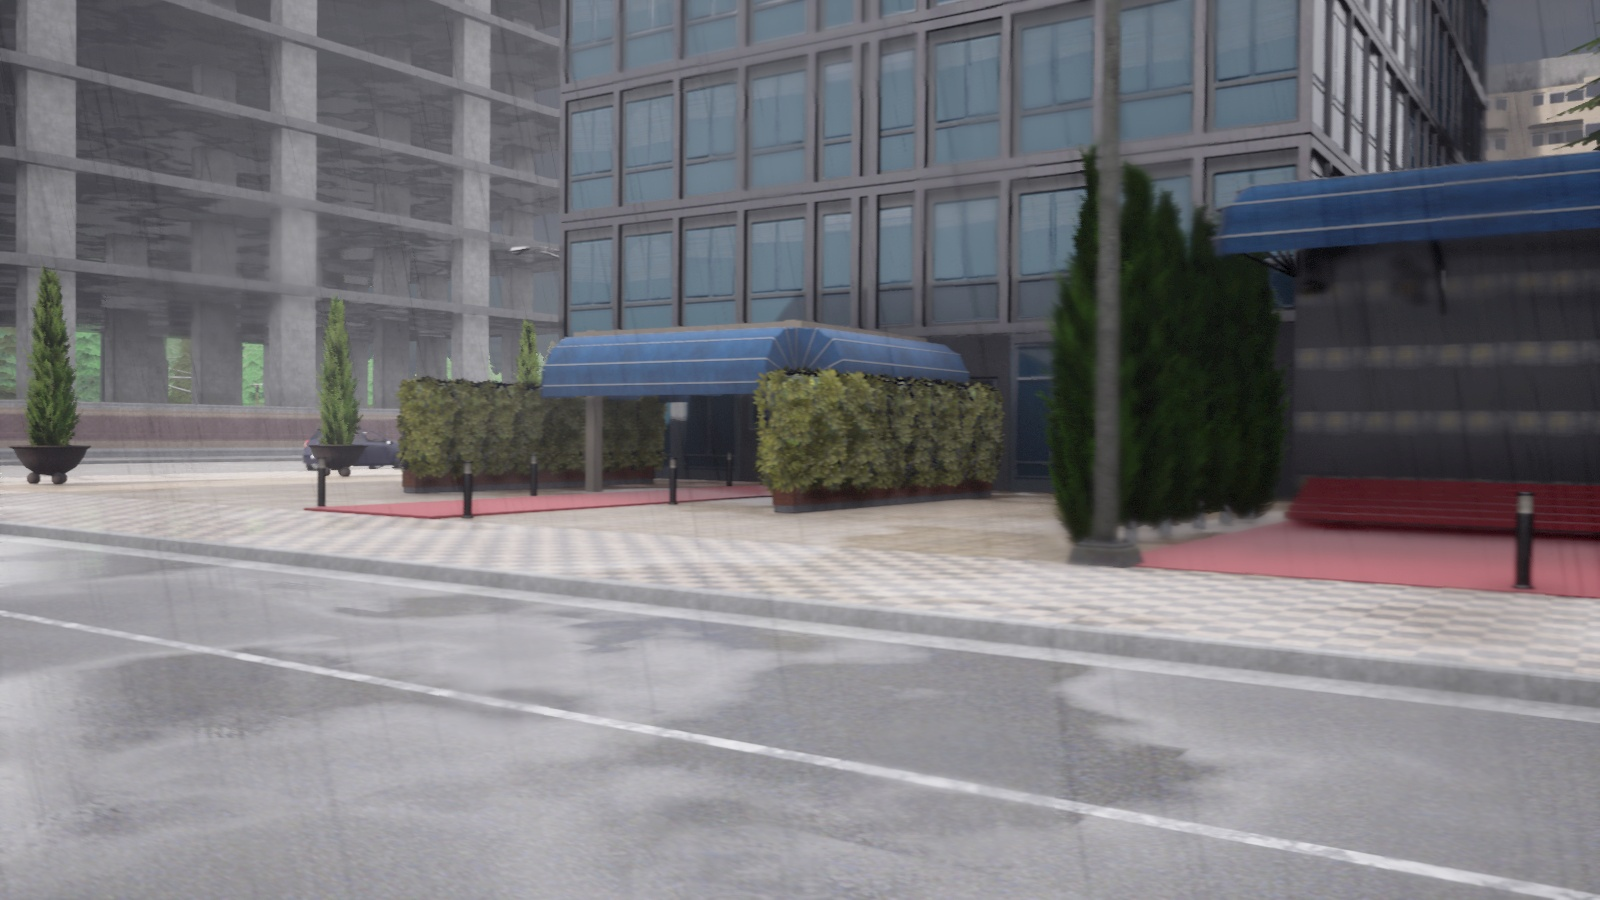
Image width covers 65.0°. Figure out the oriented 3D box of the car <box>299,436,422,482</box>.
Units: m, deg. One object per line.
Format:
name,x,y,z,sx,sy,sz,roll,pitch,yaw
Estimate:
car,-15.241,0.287,43.690,1.845,1.501,3.633,0,1,34
